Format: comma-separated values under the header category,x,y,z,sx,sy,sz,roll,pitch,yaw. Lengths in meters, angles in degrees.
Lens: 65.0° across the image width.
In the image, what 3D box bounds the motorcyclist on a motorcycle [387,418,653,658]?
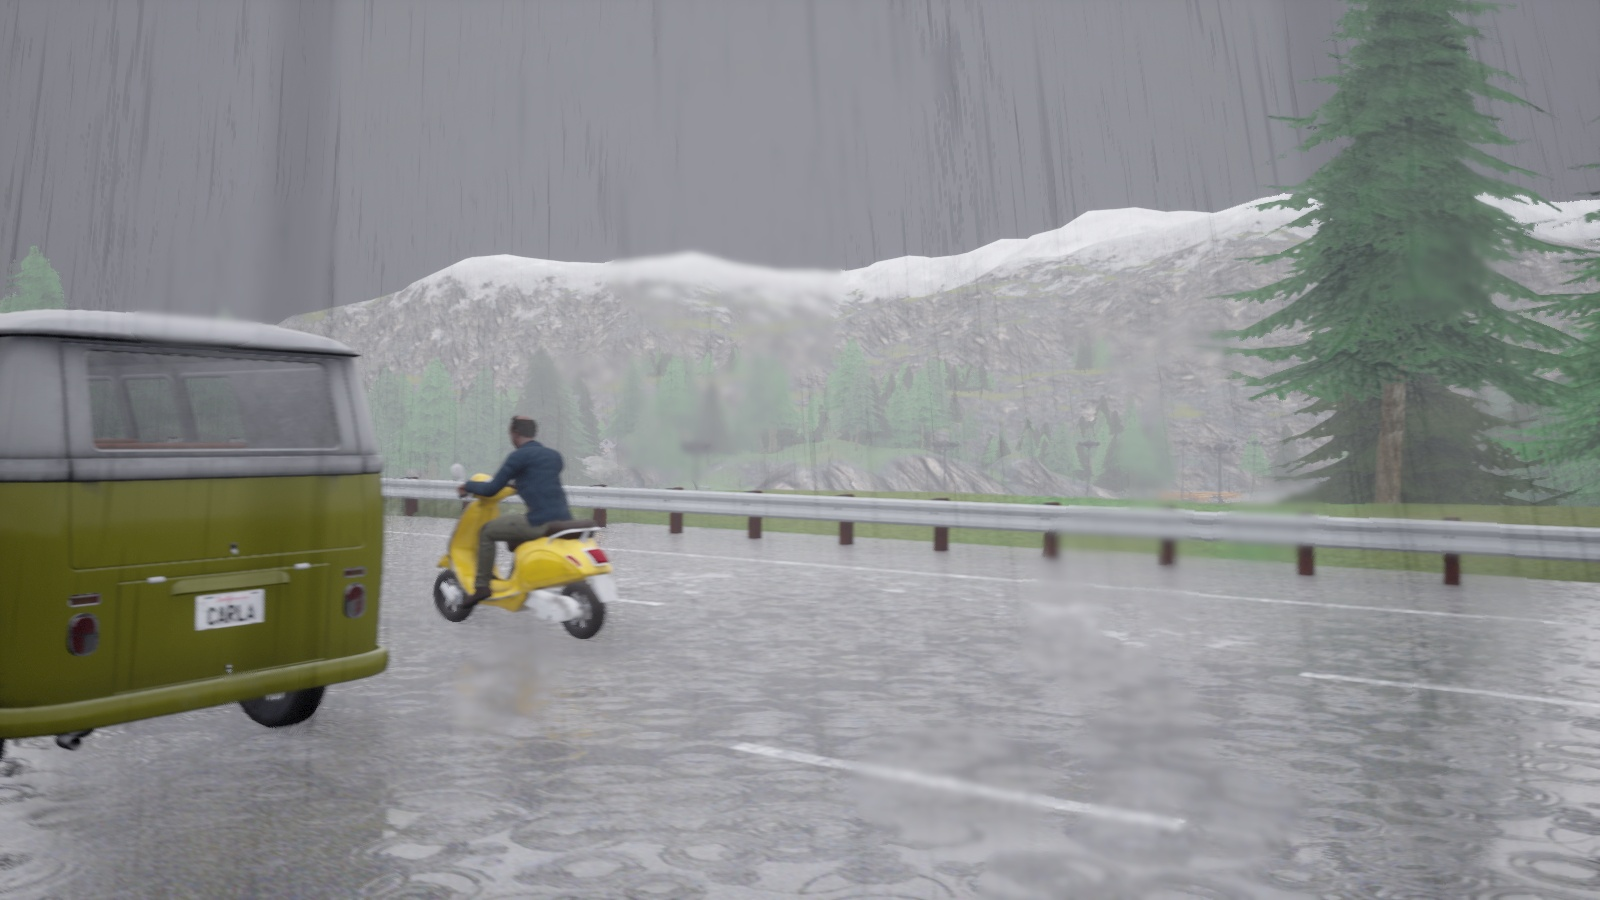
category,x,y,z,sx,sy,sz,roll,pitch,yaw
motorcyclist on a motorcycle,-2.063,0.578,9.194,1.817,1.590,0.866,0,1,34

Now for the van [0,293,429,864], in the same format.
category,x,y,z,sx,sy,sz,roll,pitch,yaw
van,-4.080,0.434,6.329,4.442,1.987,1.775,0,1,34
